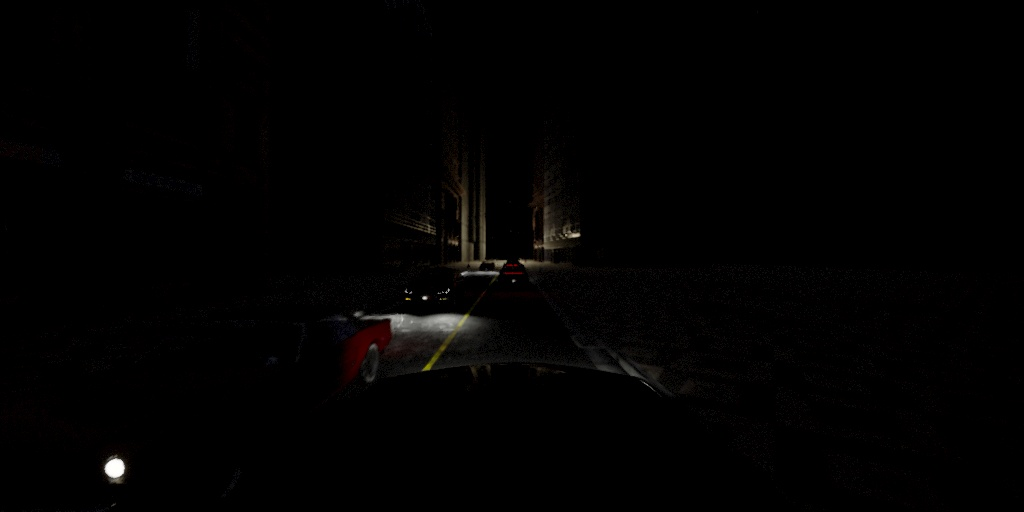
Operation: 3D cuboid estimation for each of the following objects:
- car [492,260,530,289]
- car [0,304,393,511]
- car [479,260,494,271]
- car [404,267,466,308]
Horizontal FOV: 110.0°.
[{"bbox_3d":[0.100,1.194,22.707,2.128,1.511,4.902,0,0,0],"label":"car"},{"bbox_3d":[-3.093,1.346,4.282,1.895,1.301,4.718,0,0,0],"label":"car"},{"bbox_3d":[-3.082,1.222,45.435,1.895,1.301,4.718,0,0,0],"label":"car"},{"bbox_3d":[-3.057,1.228,15.054,1.837,1.490,4.892,0,0,0],"label":"car"}]
